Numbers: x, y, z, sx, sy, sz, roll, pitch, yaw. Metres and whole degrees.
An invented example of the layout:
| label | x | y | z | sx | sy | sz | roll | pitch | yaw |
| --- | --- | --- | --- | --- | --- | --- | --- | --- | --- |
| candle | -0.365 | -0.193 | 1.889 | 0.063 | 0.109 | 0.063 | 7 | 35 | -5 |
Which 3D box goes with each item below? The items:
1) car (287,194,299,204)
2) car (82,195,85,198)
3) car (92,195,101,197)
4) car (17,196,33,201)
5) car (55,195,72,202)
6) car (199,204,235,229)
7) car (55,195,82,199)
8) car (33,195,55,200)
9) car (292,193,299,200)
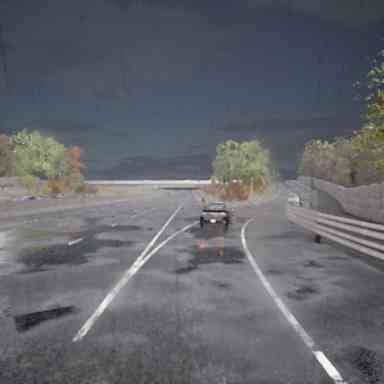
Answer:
| label | x | y | z | sx | sy | sz | roll | pitch | yaw |
| --- | --- | --- | --- | --- | --- | --- | --- | --- | --- |
| car | 22.697 | 1.489 | 74.686 | 2.150 | 2.045 | 5.566 | 0 | 3 | 20 |
| car | -24.499 | 1.481 | 72.875 | 1.812 | 1.442 | 4.674 | 0 | 0 | 0 |
| car | -20.999 | 1.481 | 72.960 | 2.128 | 1.511 | 4.902 | 0 | 0 | 0 |
| car | -28.017 | 1.483 | 56.532 | 1.812 | 1.442 | 4.674 | 0 | 0 | 1 |
| car | -27.999 | 1.457 | 72.678 | 1.837 | 1.490 | 4.892 | 0 | 0 | 0 |
| car | 1.712 | 1.514 | 22.018 | 2.128 | 1.511 | 4.902 | 0 | 0 | 11 |
| car | -21.028 | 1.309 | 56.861 | 2.097 | 1.767 | 4.553 | 0 | 0 | 1 |
| car | -24.525 | 1.309 | 56.772 | 2.097 | 1.767 | 4.553 | 0 | 0 | 1 |
| car | 26.322 | 1.165 | 84.503 | 1.812 | 1.442 | 4.674 | 0 | 4 | 19 |
